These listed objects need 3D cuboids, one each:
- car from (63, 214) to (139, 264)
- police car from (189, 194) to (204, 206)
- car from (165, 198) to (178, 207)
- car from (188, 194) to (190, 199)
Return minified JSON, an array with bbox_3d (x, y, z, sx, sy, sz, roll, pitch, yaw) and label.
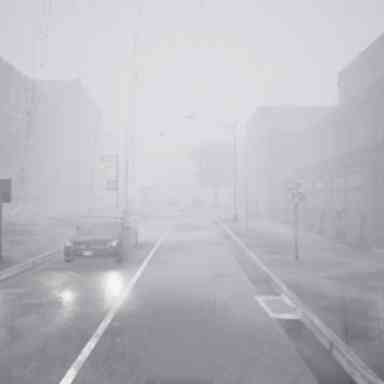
[{"bbox_3d":[-3.103,1.582,12.249,1.812,1.442,4.674,0,0,0],"label":"car"},{"bbox_3d":[0.945,1.572,57.021,1.930,1.638,5.238,0,0,0],"label":"police car"},{"bbox_3d":[-3.211,1.728,53.582,1.994,1.385,4.181,0,0,0],"label":"car"},{"bbox_3d":[-0.048,1.362,91.833,1.895,1.301,4.718,0,0,0],"label":"car"}]
